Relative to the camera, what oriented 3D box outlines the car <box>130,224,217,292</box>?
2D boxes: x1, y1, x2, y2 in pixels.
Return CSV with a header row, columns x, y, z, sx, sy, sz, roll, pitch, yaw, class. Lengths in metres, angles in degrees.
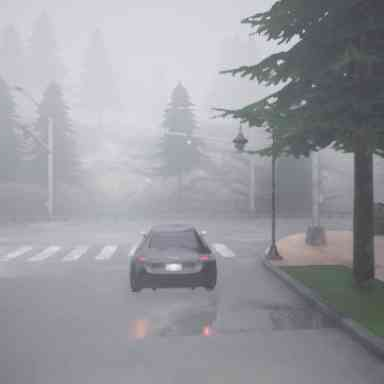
x,y,z,sx,sy,sz,roll,pitch,yaw,class
-0.498,1.543,8.976,1.994,1.385,4.181,0,0,-3,car
